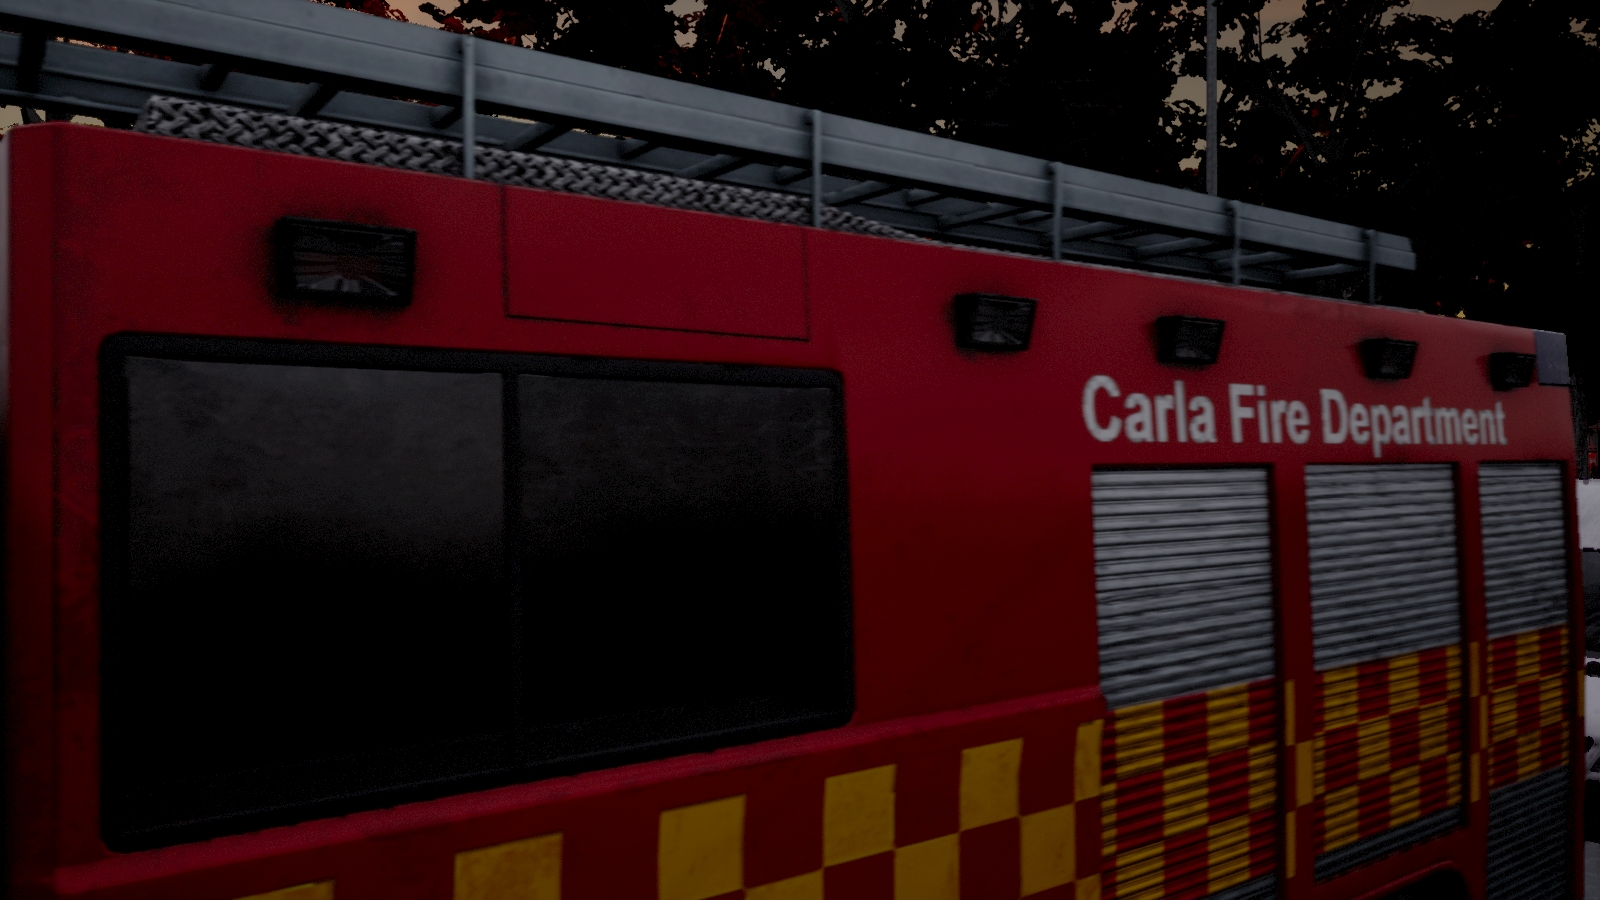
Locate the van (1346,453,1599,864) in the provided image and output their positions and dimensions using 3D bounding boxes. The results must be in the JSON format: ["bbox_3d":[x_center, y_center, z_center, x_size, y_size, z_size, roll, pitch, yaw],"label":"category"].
[{"bbox_3d":[7.040,1.314,9.400,5.915,2.561,1.988,0,0,-36],"label":"van"}]
